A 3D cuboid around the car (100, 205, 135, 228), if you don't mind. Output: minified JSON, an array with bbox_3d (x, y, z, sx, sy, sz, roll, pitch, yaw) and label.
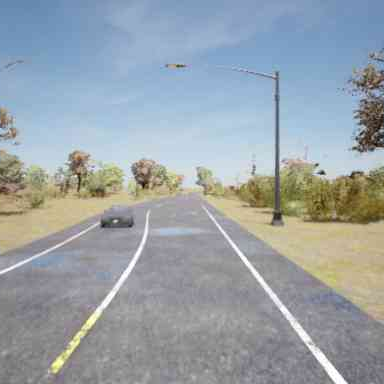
[{"bbox_3d":[-4.812,1.556,21.972,1.994,1.385,4.181,0,0,-7],"label":"car"}]
